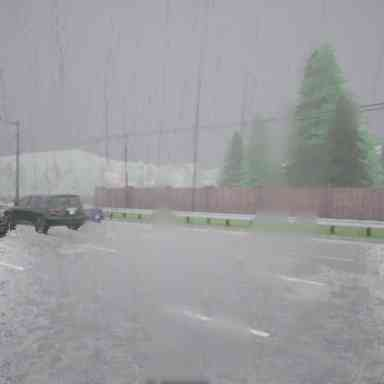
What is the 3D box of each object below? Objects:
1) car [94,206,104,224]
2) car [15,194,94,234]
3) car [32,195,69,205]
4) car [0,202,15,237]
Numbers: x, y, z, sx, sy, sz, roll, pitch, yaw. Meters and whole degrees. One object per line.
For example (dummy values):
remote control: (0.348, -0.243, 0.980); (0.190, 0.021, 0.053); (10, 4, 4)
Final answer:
car: (-7.906, 1.402, 22.505); (4.674, 1.442, 1.812); (0, 0, 35)
car: (-8.279, 1.111, 18.488); (5.566, 2.045, 2.150); (0, 0, 36)
car: (-22.420, 1.236, 52.766); (5.357, 1.411, 2.033); (0, 0, -25)
car: (-10.903, 1.237, 16.059); (4.553, 1.767, 2.097); (0, 0, 36)
